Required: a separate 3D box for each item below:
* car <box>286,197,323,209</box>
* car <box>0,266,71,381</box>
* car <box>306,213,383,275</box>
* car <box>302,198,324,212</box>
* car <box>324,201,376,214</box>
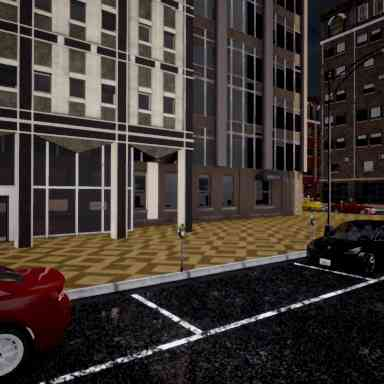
[{"bbox_3d":[15.574,1.500,46.381,1.752,1.417,4.829,0,0,-36],"label":"car"},{"bbox_3d":[-3.793,1.545,3.847,4.507,1.381,1.887,0,0,-36],"label":"car"},{"bbox_3d":[5.455,1.567,10.473,4.313,1.339,1.947,0,0,-36],"label":"car"},{"bbox_3d":[12.283,1.467,36.611,1.752,1.417,4.829,0,0,-36],"label":"car"},{"bbox_3d":[15.492,1.535,32.154,1.802,1.307,4.206,0,0,-36],"label":"car"}]
